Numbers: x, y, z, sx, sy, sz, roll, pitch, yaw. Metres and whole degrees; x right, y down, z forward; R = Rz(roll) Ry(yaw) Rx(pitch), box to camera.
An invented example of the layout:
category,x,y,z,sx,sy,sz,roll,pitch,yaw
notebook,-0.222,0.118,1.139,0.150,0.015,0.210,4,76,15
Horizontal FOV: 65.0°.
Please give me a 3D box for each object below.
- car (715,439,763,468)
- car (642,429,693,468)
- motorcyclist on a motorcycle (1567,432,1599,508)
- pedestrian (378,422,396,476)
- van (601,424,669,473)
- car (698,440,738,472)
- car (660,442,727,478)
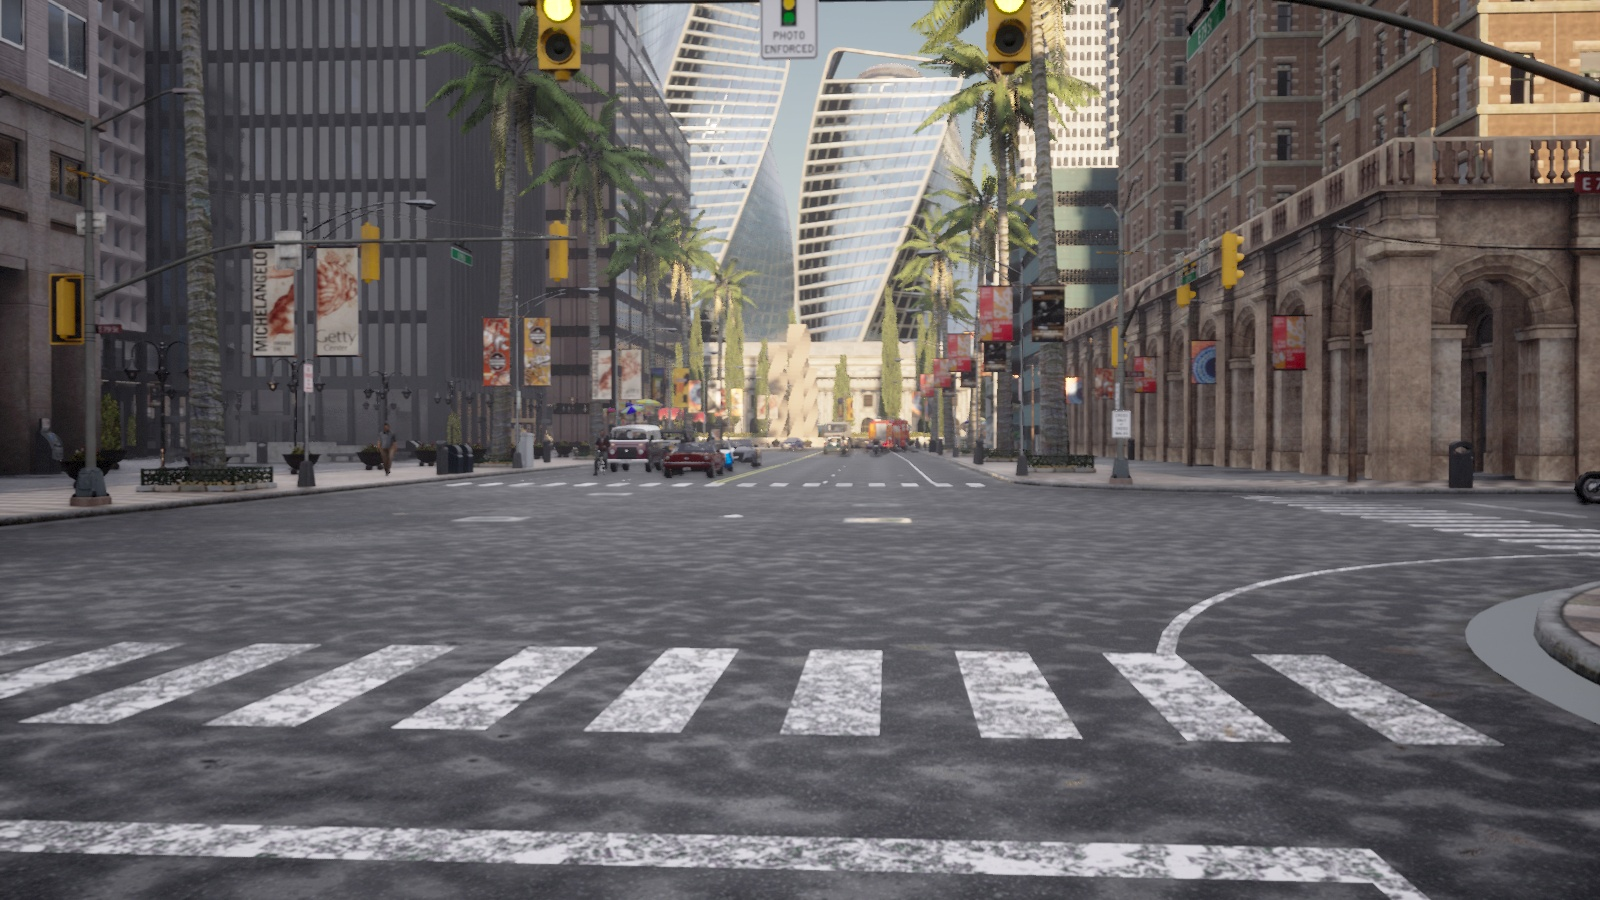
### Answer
category,x,y,z,sx,sy,sz,roll,pitch,yaw
car,-3.045,0.160,63.479,1.994,1.385,4.181,0,1,3
car,-6.580,-0.104,62.931,1.905,1.878,3.866,0,1,4
motorcyclist on a motorcycle,18.292,0.421,27.624,2.350,1.649,0.766,0,1,3
pedestrian,-14.036,-0.039,42.669,0.540,1.848,0.694,0,1,-16
van,-7.111,-0.091,54.549,2.069,2.038,4.480,0,1,4
car,-3.567,0.236,55.154,1.481,1.376,2.207,0,0,4
car,-4.019,0.353,48.121,1.895,1.301,4.718,0,1,3
